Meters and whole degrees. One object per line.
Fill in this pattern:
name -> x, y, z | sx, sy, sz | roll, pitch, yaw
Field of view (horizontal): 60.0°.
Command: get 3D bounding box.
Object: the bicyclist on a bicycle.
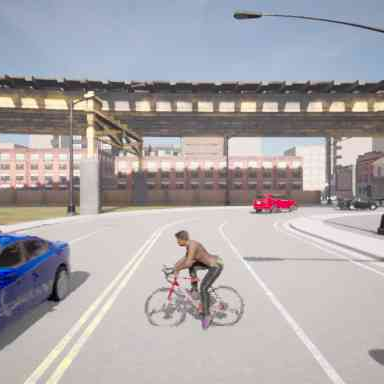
bicyclist on a bicycle -> 0.026, 1.455, 5.527 | 1.656, 1.620, 0.582 | -2, 0, 0

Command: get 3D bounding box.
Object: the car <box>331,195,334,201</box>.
car -> 33.333, 1.295, 78.862 | 1.853, 1.218, 4.536 | 0, 0, -34

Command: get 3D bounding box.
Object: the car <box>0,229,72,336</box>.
car -> -3.616, 1.477, 5.449 | 1.882, 1.535, 5.008 | 0, 0, 0

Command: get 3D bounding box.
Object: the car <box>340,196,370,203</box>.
car -> 28.935, 1.295, 59.322 | 1.853, 1.218, 4.536 | 0, 0, -29

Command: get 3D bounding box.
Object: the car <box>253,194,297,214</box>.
car -> 8.929, 1.222, 35.640 | 5.566, 2.045, 2.150 | 0, 0, -38

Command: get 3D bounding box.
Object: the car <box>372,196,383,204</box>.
car -> 32.039, 1.295, 57.175 | 1.853, 1.218, 4.536 | 0, 0, 31

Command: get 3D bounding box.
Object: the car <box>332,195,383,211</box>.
car -> 20.201, 1.491, 40.573 | 4.902, 1.511, 2.128 | 0, 0, -11

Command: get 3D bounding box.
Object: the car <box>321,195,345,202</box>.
car -> 33.304, 1.453, 78.905 | 2.038, 1.542, 4.974 | 0, 0, -34

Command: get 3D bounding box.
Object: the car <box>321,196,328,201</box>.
car -> 29.261, 1.295, 78.105 | 4.536, 1.218, 1.853 | 0, 0, -39

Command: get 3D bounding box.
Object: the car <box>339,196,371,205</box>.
car -> 28.961, 1.453, 59.277 | 2.038, 1.542, 4.974 | 0, 0, -29
